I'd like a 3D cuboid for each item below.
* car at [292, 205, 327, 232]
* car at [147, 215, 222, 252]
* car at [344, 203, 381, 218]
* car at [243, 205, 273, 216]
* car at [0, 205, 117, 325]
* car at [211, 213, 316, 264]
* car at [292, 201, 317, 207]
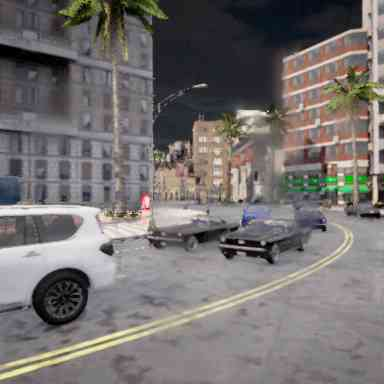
[{"bbox_3d":[7.616,1.753,21.459,1.895,1.301,4.718,0,0,18],"label":"car"},{"bbox_3d":[0.196,1.717,14.686,1.895,1.301,4.718,0,-1,36],"label":"car"},{"bbox_3d":[16.628,1.782,32.651,1.994,1.385,4.181,0,0,2],"label":"car"},{"bbox_3d":[4.794,1.656,24.076,1.882,1.535,5.008,0,0,15],"label":"car"},{"bbox_3d":[-4.065,1.277,5.647,5.566,2.045,2.150,0,-1,-38],"label":"car"},{"bbox_3d":[2.895,1.694,12.512,1.895,1.301,4.718,0,-1,36],"label":"car"},{"bbox_3d":[15.350,1.883,45.189,1.994,1.385,4.181,0,0,-13],"label":"car"}]
